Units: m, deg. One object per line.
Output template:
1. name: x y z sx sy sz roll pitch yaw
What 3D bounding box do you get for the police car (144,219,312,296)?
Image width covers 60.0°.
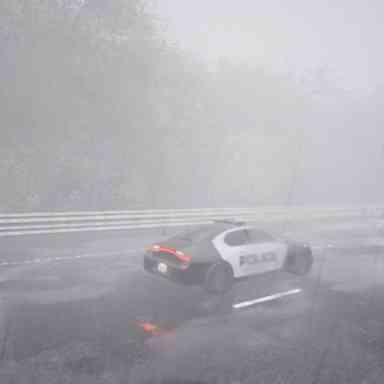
1. police car: 1.284 1.540 8.956 4.974 1.542 2.038 0 0 -36
